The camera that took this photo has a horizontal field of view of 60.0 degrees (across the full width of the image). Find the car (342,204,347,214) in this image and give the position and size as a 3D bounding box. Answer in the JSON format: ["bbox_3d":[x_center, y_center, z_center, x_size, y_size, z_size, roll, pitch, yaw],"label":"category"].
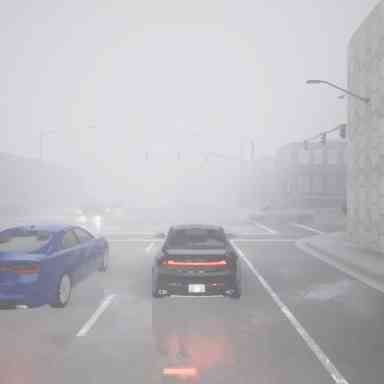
[{"bbox_3d":[14.996,1.015,27.522,5.008,1.535,1.882,-5,0,0],"label":"car"}]

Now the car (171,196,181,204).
[{"bbox_3d":[-3.206,1.478,65.999,1.882,1.535,5.008,0,0,0],"label":"car"}]

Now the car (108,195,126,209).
[{"bbox_3d":[-10.457,1.526,45.996,1.812,1.442,4.674,0,0,0],"label":"car"}]

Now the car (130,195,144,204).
[{"bbox_3d":[-10.370,1.351,62.599,2.097,1.767,4.553,0,0,1],"label":"car"}]

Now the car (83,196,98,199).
[{"bbox_3d":[-13.965,1.351,45.282,2.097,1.767,4.553,0,0,0],"label":"car"}]

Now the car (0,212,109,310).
[{"bbox_3d":[-3.401,1.478,7.933,1.882,1.535,5.008,0,0,0],"label":"car"}]

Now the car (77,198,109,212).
[{"bbox_3d":[-10.074,1.601,34.184,1.895,1.301,4.718,0,0,-8],"label":"car"}]

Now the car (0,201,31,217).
[{"bbox_3d":[-16.669,1.526,29.348,1.812,1.442,4.674,1,1,37],"label":"car"}]

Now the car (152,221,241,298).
[{"bbox_3d":[0.104,1.505,8.478,1.837,1.490,4.892,0,0,0],"label":"car"}]

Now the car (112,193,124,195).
[{"bbox_3d":[-13.876,1.221,61.527,2.150,2.045,5.566,0,0,1],"label":"car"}]

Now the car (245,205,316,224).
[{"bbox_3d":[6.295,1.583,23.890,4.718,1.301,1.895,-1,0,2],"label":"car"}]
